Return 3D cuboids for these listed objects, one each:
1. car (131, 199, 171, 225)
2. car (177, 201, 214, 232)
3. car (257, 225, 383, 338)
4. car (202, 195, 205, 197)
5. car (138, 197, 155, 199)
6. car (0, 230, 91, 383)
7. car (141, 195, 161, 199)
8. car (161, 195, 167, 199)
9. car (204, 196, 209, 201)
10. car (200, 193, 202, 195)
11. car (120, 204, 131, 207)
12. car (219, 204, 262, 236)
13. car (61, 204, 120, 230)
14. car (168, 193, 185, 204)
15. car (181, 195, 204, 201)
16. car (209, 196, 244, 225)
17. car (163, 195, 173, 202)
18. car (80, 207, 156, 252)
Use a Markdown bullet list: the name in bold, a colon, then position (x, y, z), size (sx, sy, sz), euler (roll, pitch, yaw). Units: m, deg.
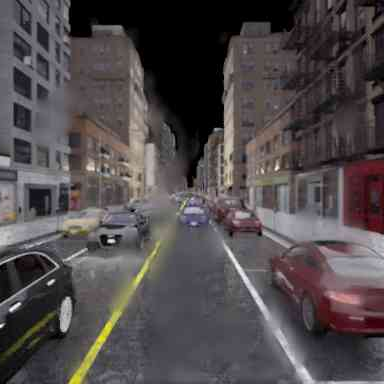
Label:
- **car**: position (-2.791, 1.464, 23.696), size (1.837, 1.490, 4.892), euler (0, 0, 1)
- **car**: position (0.099, 1.492, 19.886), size (1.812, 1.442, 4.674), euler (0, 0, 0)
- **car**: position (2.638, 1.573, 6.419), size (1.802, 1.307, 4.206), euler (0, 0, 0)
- **car**: position (2.645, 1.462, 46.188), size (2.008, 1.369, 4.403), euler (0, 0, 0)
- **car**: position (-5.382, 1.501, 34.823), size (1.947, 1.339, 4.313), euler (0, 0, 0)
- **car**: position (-2.850, 1.500, 3.781), size (1.837, 1.490, 4.892), euler (0, 0, 0)
- **car**: position (-5.381, 1.238, 40.504), size (2.192, 1.841, 5.009), euler (0, 0, 0)
- **car**: position (-5.379, 1.339, 51.868), size (1.967, 1.590, 4.097), euler (0, 0, 0)
- **car**: position (2.643, 1.375, 34.826), size (1.967, 1.590, 4.097), euler (0, 0, 0)
- **car**: position (2.759, 1.365, 57.904), size (1.882, 1.535, 5.008), euler (0, 0, 0)
- **car**: position (-5.384, 1.525, 23.459), size (1.947, 1.339, 4.313), euler (0, 0, 0)
- **car**: position (2.640, 1.553, 17.782), size (1.802, 1.307, 4.206), euler (0, 0, 0)
- **car**: position (-5.385, 1.497, 17.607), size (1.752, 1.417, 4.829), euler (0, 0, 0)
- **car**: position (-2.788, 1.387, 59.373), size (1.837, 1.490, 4.892), euler (0, 0, 1)
- **car**: position (0.103, 1.472, 39.938), size (2.033, 1.411, 5.357), euler (0, 0, 0)
- **car**: position (2.641, 1.274, 23.463), size (2.192, 1.841, 5.009), euler (0, 0, 0)
- **car**: position (-5.376, 1.400, 74.595), size (2.008, 1.369, 4.403), euler (0, 0, 0)
- **car**: position (-2.831, 1.542, 13.727), size (1.994, 1.385, 4.181), euler (0, 0, 1)
